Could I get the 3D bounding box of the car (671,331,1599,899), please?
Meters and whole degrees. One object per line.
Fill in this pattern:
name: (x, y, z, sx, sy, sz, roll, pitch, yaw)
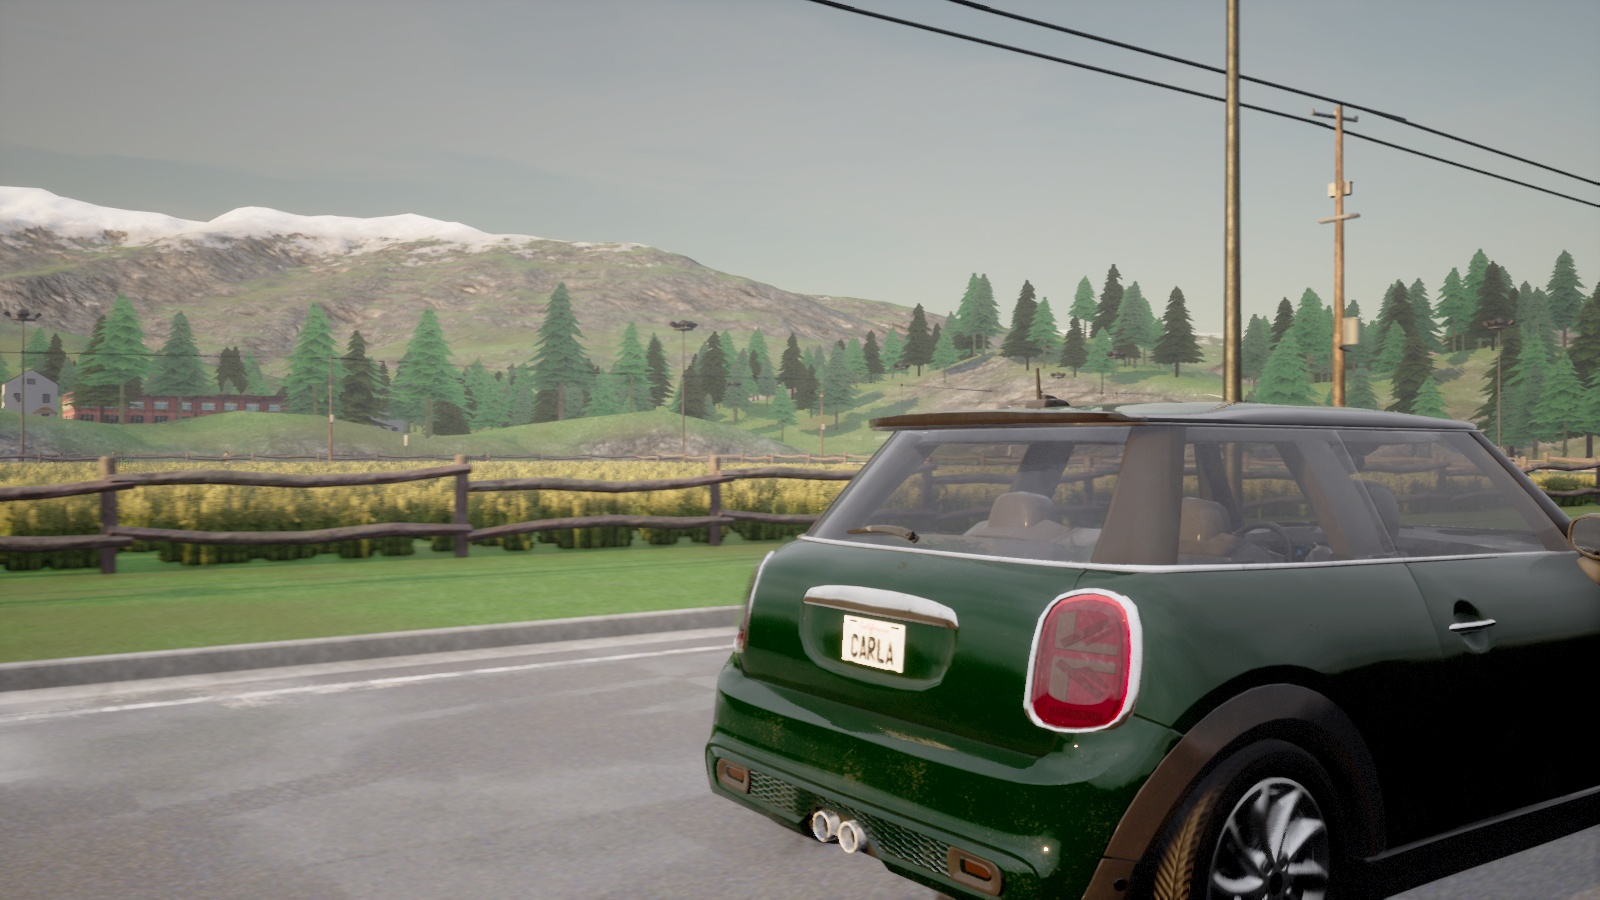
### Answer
car: (1.994, 0.611, 5.047, 4.553, 1.767, 2.097, 0, 0, -35)
